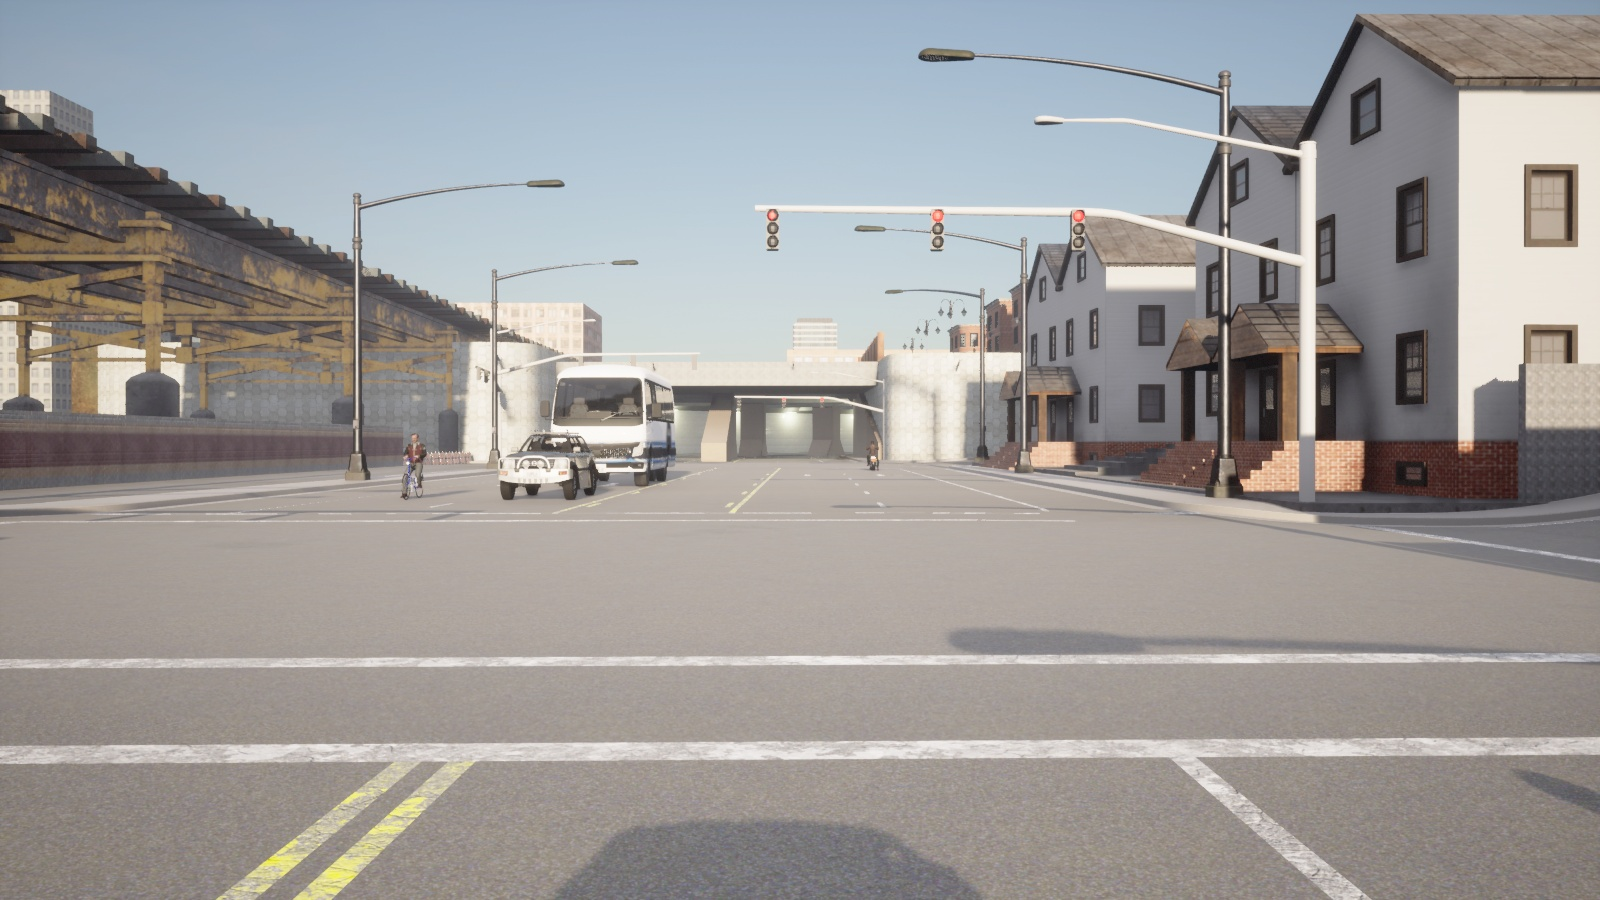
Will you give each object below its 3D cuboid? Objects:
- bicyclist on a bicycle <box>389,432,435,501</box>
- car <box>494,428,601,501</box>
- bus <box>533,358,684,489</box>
[{"bbox_3d":[-10.293,0.420,33.368,0.659,1.776,1.843,0,0,0],"label":"bicyclist on a bicycle"},{"bbox_3d":[-6.784,0.365,34.192,1.932,1.855,4.605,0,0,1],"label":"car"},{"bbox_3d":[-6.718,-0.896,46.125,3.944,4.253,10.273,0,0,0],"label":"bus"}]
